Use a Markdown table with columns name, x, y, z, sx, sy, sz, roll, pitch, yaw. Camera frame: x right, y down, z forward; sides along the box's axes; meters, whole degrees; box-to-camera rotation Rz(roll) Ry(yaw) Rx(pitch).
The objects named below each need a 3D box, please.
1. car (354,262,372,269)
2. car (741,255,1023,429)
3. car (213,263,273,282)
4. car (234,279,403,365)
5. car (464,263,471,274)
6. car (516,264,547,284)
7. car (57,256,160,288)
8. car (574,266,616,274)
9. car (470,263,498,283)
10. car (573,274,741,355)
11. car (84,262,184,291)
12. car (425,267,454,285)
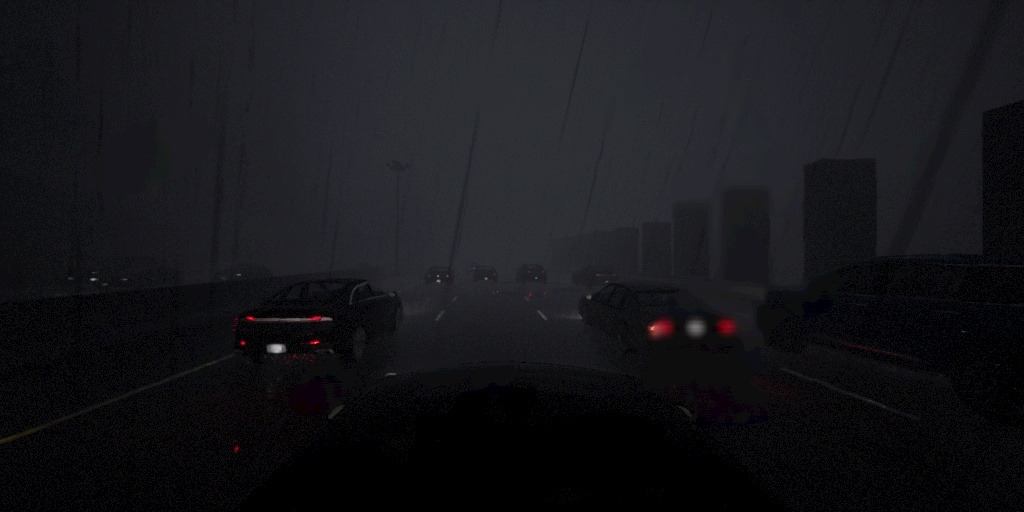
| name | x | y | z | sx | sy | sz | roll | pitch | yaw |
| --- | --- | --- | --- | --- | --- | --- | --- | --- | --- |
| car | -20.465 | 1.494 | 49.396 | 1.994 | 1.385 | 4.181 | 0 | 0 | -14 |
| car | 6.793 | 1.019 | 5.891 | 2.150 | 2.045 | 5.566 | 0 | 0 | -3 |
| car | -19.671 | 1.300 | 26.471 | 2.128 | 1.511 | 4.902 | 0 | 0 | -7 |
| car | -3.857 | 1.260 | 8.092 | 2.128 | 1.511 | 4.902 | 0 | 0 | -3 |
| car | -4.824 | 1.511 | 44.430 | 2.033 | 1.411 | 5.357 | 0 | 0 | -12 |
| car | 1.464 | 1.392 | 28.323 | 2.128 | 1.511 | 4.902 | 0 | 0 | -7 |
| car | -26.378 | 0.990 | 23.937 | 2.150 | 2.045 | 5.566 | 0 | 0 | -7 |
| car | 5.476 | 1.384 | 24.007 | 2.128 | 1.511 | 4.902 | 0 | 0 | -6 |
| car | -2.324 | 1.497 | 30.353 | 1.895 | 1.301 | 4.718 | 0 | 0 | -8 |
| car | 3.119 | 1.348 | 8.878 | 2.033 | 1.411 | 5.357 | 0 | 0 | -3 |
| car | -22.675 | 1.298 | 22.095 | 1.812 | 1.442 | 4.674 | 0 | 0 | -6 |
| car | -5.468 | 1.470 | 27.484 | 1.895 | 1.301 | 4.718 | 0 | 0 | -7 |
